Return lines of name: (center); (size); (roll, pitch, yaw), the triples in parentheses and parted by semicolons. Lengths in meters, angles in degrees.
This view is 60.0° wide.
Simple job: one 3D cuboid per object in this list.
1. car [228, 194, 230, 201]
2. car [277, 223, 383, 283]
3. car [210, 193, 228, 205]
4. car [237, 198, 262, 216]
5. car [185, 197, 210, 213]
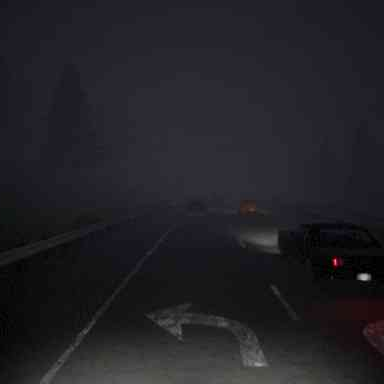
car: (6.274, 0.886, 64.306); (2.097, 1.767, 4.553); (0, 0, 10)
car: (3.799, 1.534, 9.421); (1.895, 1.301, 4.718); (0, 0, 2)
car: (3.762, 0.991, 49.565); (2.097, 1.767, 4.553); (0, 0, 9)
car: (5.056, 1.264, 29.542); (1.882, 1.535, 5.008); (0, 0, 5)
car: (0.504, 1.235, 33.085); (1.882, 1.535, 5.008); (0, 0, 6)
